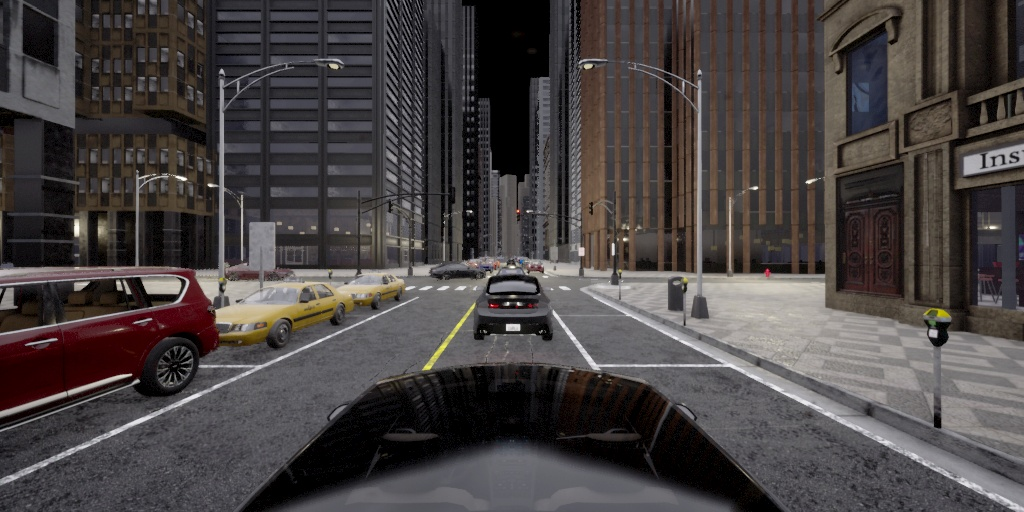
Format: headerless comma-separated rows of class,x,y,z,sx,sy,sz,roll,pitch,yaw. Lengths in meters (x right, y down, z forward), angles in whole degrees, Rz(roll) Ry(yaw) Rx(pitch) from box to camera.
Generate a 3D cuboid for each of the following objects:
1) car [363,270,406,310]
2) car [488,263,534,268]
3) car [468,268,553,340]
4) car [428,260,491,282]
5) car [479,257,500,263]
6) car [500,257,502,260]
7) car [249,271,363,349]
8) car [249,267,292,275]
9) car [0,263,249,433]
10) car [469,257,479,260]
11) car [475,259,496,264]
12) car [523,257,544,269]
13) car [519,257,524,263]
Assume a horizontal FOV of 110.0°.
car,-5.795,1.276,14.830,1.751,1.417,4.829,0,0,0
car,-0.046,1.298,20.253,2.033,1.411,5.357,0,0,0
car,0.036,1.255,9.924,1.837,1.490,4.892,0,0,0
car,-4.406,1.271,29.058,4.674,1.442,1.812,0,0,-28
car,-3.213,1.111,52.024,2.097,1.767,4.553,0,0,0
car,-3.222,1.115,61.974,2.097,1.767,4.553,0,0,0
car,-5.780,1.276,9.229,1.751,1.417,4.829,0,0,0
car,-18.681,1.220,26.639,4.674,1.442,1.812,0,0,-1
car,-5.767,1.065,3.797,2.192,1.841,5.009,0,0,0
car,-5.891,1.199,52.994,1.967,1.591,4.097,0,0,0
car,-3.192,1.357,42.330,1.895,1.301,4.718,0,0,0
car,2.662,1.196,41.816,1.967,1.591,4.097,0,0,0
car,2.620,1.312,58.643,2.007,1.370,4.403,0,0,0
